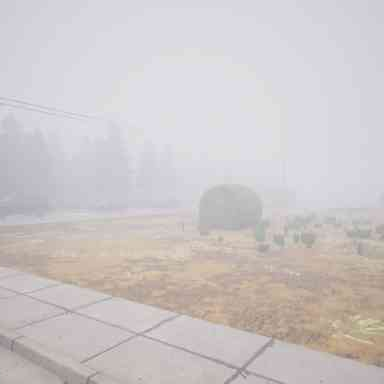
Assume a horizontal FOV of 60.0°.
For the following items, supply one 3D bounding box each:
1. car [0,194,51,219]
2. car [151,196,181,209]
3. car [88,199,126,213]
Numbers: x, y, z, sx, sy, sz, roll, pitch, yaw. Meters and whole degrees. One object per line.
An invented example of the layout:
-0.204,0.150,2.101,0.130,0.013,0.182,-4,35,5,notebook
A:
-15.500,1.248,29.703,2.150,2.045,5.566,0,0,36,car
-3.586,1.379,45.829,2.097,1.767,4.553,0,0,37,car
-9.552,1.552,37.751,1.812,1.442,4.674,0,0,37,car
